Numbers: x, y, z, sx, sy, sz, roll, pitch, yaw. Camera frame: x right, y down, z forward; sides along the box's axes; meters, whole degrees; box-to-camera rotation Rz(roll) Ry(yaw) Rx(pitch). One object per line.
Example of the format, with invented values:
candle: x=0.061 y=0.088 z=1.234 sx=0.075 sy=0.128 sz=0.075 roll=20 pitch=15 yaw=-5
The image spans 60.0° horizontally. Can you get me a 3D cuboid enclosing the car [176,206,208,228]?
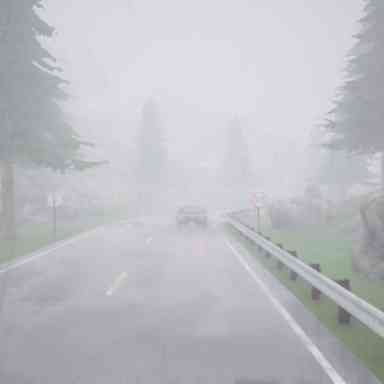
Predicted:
car: x=0.100 y=1.563 z=21.582 sx=1.895 sy=1.301 sz=4.718 roll=0 pitch=0 yaw=3

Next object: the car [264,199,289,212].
car: x=9.507 y=1.456 z=36.015 sx=4.674 sy=1.442 sz=1.812 roll=0 pitch=0 yaw=-28
